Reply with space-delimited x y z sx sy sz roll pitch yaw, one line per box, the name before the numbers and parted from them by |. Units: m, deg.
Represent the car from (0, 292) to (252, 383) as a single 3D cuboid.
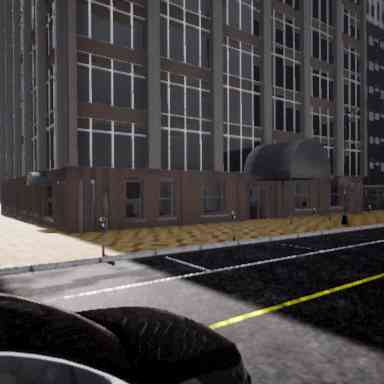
car | -1.704 1.506 2.218 4.892 1.490 1.837 0 0 -36
